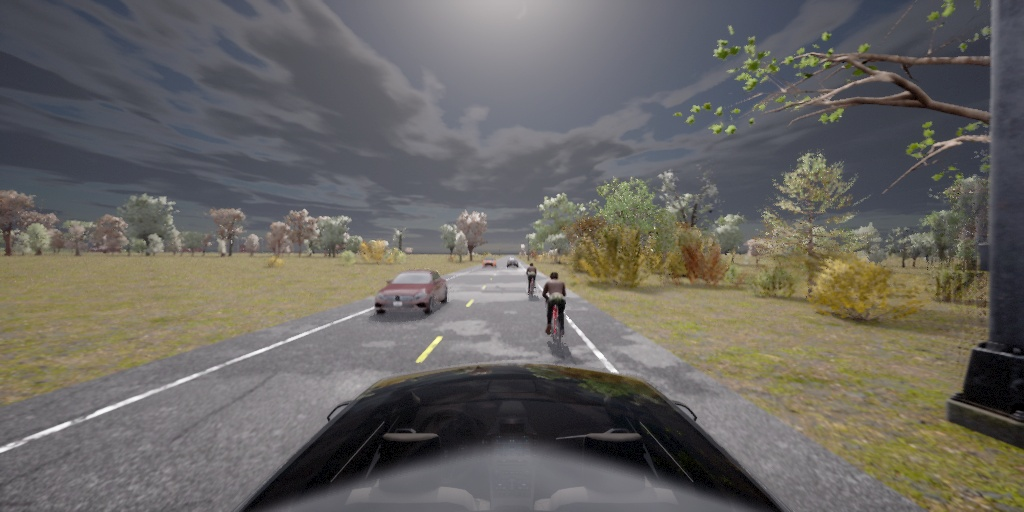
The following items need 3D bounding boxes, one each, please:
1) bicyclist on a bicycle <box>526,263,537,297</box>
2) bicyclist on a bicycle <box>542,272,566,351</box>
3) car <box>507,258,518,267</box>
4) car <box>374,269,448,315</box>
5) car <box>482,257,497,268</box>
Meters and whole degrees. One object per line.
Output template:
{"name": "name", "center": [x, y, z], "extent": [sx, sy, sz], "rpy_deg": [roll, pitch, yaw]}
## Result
{"name": "bicyclist on a bicycle", "center": [0.963, 1.165, 17.474], "extent": [0.582, 1.620, 1.656], "rpy_deg": [0, 0, 0]}
{"name": "bicyclist on a bicycle", "center": [0.963, 1.187, 8.028], "extent": [0.582, 1.620, 1.656], "rpy_deg": [0, 0, 0]}
{"name": "car", "center": [0.102, 1.211, 60.289], "extent": [1.895, 1.301, 4.718], "rpy_deg": [0, 0, 0]}
{"name": "car", "center": [-3.600, 1.247, 13.616], "extent": [1.812, 1.442, 4.674], "rpy_deg": [0, 0, 0]}
{"name": "car", "center": [-3.567, 0.970, 57.119], "extent": [2.097, 1.767, 4.553], "rpy_deg": [0, 0, 0]}
